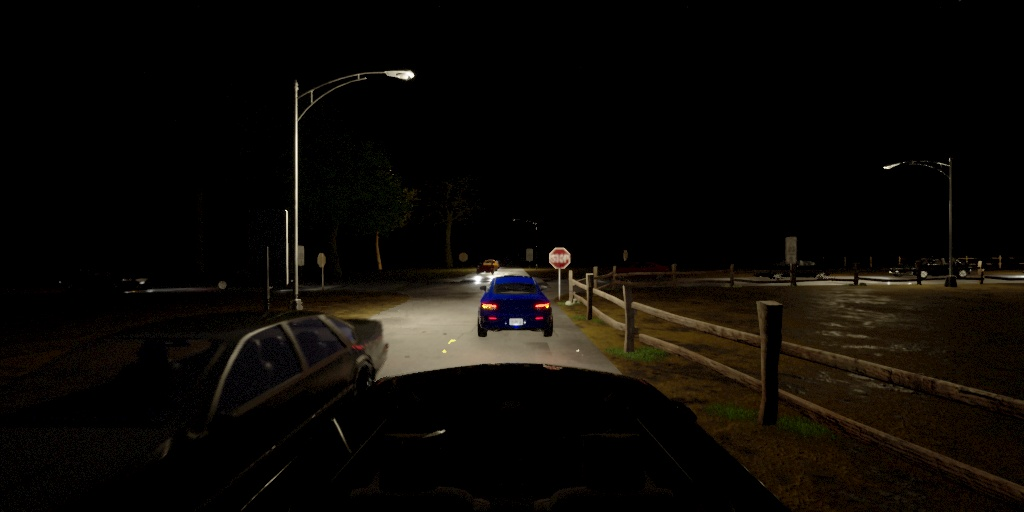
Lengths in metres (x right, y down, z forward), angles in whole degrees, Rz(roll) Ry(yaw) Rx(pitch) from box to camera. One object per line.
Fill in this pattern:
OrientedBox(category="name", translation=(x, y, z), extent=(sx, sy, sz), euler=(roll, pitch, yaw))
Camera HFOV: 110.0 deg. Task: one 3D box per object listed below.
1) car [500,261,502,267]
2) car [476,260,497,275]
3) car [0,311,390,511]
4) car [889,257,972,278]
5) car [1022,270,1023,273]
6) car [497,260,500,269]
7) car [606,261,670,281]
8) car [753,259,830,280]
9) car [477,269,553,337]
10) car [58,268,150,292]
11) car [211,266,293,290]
OrientedBox(category="car", translation=(-2.933, 1.384, 58.904), extent=(2.033, 1.411, 5.357), euler=(0, 0, 1))
OrientedBox(category="car", translation=(-2.899, 1.380, 39.719), extent=(1.895, 1.301, 4.718), euler=(0, 0, -2))
OrientedBox(category="car", translation=(-2.821, 1.297, 3.354), extent=(2.033, 1.411, 5.357), euler=(0, 0, 0))
OrientedBox(category="car", translation=(31.341, 0.868, 26.925), extent=(4.892, 1.490, 1.837), euler=(-1, 1, 0))
OrientedBox(category="car", translation=(41.362, 0.808, 26.866), extent=(4.181, 1.385, 1.994), euler=(-1, 1, 0))
OrientedBox(category="car", translation=(-2.954, 1.279, 49.075), extent=(1.882, 1.535, 5.008), euler=(0, 0, 0))
OrientedBox(category="car", translation=(9.504, 1.143, 27.200), extent=(4.674, 1.442, 1.812), euler=(-1, 1, 3))
OrientedBox(category="car", translation=(20.894, 0.964, 26.968), extent=(5.008, 1.535, 1.882), euler=(0, 1, 0))
OrientedBox(category="car", translation=(0.053, 1.277, 10.158), extent=(1.812, 1.442, 4.674), euler=(0, 0, -1))
OrientedBox(category="car", translation=(-27.380, 1.560, 24.170), extent=(4.902, 1.511, 2.128), euler=(-1, 1, 0))
OrientedBox(category="car", translation=(-17.335, 1.435, 24.166), extent=(5.008, 1.535, 1.882), euler=(-1, 1, 0))
